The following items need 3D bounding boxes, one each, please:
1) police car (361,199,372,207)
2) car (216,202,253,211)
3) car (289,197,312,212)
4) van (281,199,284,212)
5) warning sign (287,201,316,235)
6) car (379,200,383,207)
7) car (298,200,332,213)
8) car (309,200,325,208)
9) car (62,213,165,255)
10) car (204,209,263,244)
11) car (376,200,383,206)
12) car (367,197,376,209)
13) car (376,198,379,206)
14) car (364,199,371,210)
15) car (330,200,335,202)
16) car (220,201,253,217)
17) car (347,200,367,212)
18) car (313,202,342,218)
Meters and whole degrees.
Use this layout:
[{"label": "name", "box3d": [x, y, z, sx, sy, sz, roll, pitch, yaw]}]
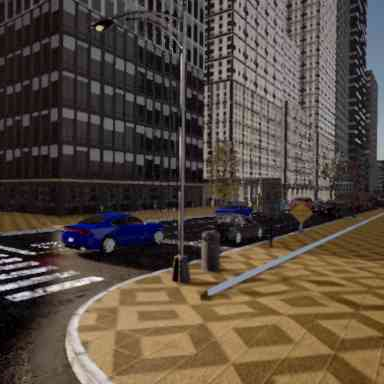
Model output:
[{"label": "police car", "box3d": [39.682, 2.391, 75.538, 1.930, 1.638, 5.238, 1, 0, 29]}, {"label": "car", "box3d": [3.811, 1.808, 30.093, 1.882, 1.535, 5.008, 1, 0, 35]}, {"label": "car", "box3d": [15.420, 1.767, 46.734, 2.150, 2.045, 5.566, 1, 0, 35]}, {"label": "van", "box3d": [11.305, 1.808, 45.529, 1.690, 1.788, 3.998, 0, 0, 35]}, {"label": "warning sign", "box3d": [6.397, 1.487, 19.442, 1.300, 1.860, 1.060, 2, 1, 35]}, {"label": "car", "box3d": [40.634, 2.548, 73.266, 1.947, 1.339, 4.313, 0, 0, 35]}, {"label": "car", "box3d": [15.298, 2.083, 41.194, 2.033, 1.411, 5.357, 1, 0, 35]}, {"label": "car", "box3d": [24.122, 2.276, 64.097, 1.802, 1.307, 4.206, 0, 0, 35]}, {"label": "car", "box3d": [-3.206, 1.679, 14.650, 1.882, 1.535, 5.008, 0, 0, 34]}, {"label": "car", "box3d": [2.277, 1.850, 17.471, 2.008, 1.369, 4.403, 0, 0, 35]}, {"label": "car", "box3d": [47.044, 2.638, 82.553, 1.887, 1.381, 4.507, 0, 0, 35]}, {"label": "car", "box3d": [31.018, 2.253, 59.335, 1.967, 1.590, 4.097, 0, 0, 35]}, {"label": "car", "box3d": [34.222, 2.435, 63.978, 1.947, 1.339, 4.313, 0, 0, 35]}, {"label": "car", "box3d": [27.812, 2.338, 54.691, 1.802, 1.307, 4.206, 0, 0, 35]}, {"label": "car", "box3d": [30.531, 2.373, 73.382, 1.947, 1.339, 4.313, 0, 0, 35]}, {"label": "car", "box3d": [4.896, 1.792, 36.243, 1.967, 1.590, 4.097, 0, 0, 35]}, {"label": "car", "box3d": [24.607, 2.265, 50.047, 1.947, 1.339, 4.313, 0, 0, 35]}, {"label": "car", "box3d": [14.991, 2.094, 36.117, 1.947, 1.339, 4.313, 0, 0, 35]}]
